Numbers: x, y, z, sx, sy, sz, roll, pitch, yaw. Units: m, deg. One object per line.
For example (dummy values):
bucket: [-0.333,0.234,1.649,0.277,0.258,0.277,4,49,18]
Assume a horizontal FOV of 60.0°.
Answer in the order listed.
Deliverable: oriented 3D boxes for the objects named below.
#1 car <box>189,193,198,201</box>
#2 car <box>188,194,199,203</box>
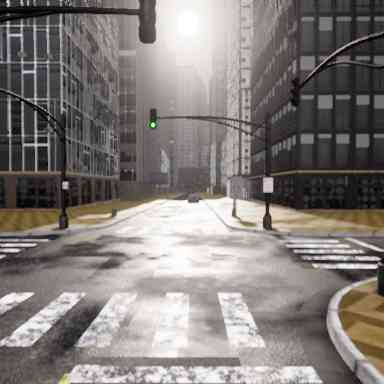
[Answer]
car: [0.304,1.029,66.262,1.812,1.442,4.674,0,0,0]
car: [0.258,1.171,56.275,1.895,1.301,4.718,0,0,0]
